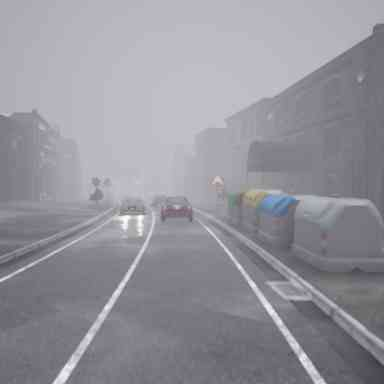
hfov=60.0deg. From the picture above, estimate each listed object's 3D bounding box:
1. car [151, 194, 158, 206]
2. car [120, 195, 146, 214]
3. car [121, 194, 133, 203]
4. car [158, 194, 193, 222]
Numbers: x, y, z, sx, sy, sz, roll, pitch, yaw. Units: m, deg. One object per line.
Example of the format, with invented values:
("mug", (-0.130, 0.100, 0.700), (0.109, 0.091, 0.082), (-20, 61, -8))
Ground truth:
("car", (-4.107, 1.034, 42.363), (1.837, 1.490, 4.892), (0, 0, -11))
("car", (-4.940, 1.160, 28.126), (1.994, 1.385, 4.181), (0, -1, -7))
("car", (-13.373, 1.332, 68.406), (2.097, 1.767, 4.553), (-1, -1, -14))
("car", (-1.177, 1.028, 23.518), (2.097, 1.767, 4.553), (0, 1, -6))
